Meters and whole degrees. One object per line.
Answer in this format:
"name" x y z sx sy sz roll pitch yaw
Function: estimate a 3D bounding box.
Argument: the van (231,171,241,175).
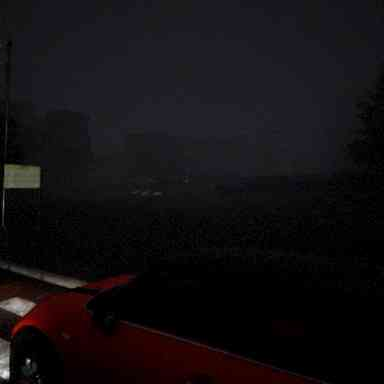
"van" 6.281 -2.976 62.754 4.442 1.987 1.878 2 6 30

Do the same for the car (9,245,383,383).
"car" 0.195 1.346 3.293 4.553 1.767 2.097 1 0 35

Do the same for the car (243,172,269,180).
"car" 13.141 -3.260 68.360 4.792 1.488 2.163 2 5 30

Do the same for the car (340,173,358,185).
"car" 23.910 -1.871 54.361 4.792 1.488 2.163 4 7 31

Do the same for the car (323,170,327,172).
"car" 31.126 -4.693 83.372 5.008 1.535 2.097 3 6 30

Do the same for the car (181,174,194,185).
"car" -2.580 -2.141 55.087 4.553 1.767 2.185 2 6 30

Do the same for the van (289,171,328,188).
"van" 16.958 -1.577 48.667 4.442 1.987 1.878 4 7 31

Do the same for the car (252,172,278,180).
"car" 15.357 -3.472 70.262 5.008 1.535 2.097 2 5 30

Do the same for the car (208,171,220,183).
"car" 1.915 -2.506 58.891 4.553 1.767 2.185 2 6 30

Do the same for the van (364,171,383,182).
"van" 35.570 -3.039 63.820 4.442 1.987 1.878 4 7 30

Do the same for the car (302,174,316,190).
"car" 14.480 -1.307 46.890 4.553 1.767 2.185 4 7 31

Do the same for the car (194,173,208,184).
"car" -0.383 -2.172 57.034 4.792 1.488 2.163 2 6 30

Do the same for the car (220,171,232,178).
"car" 4.136 -2.566 60.827 5.008 1.535 2.097 2 5 30

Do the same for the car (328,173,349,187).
"car" 21.550 -1.719 52.481 4.892 1.521 2.231 4 7 31

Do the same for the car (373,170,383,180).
"car" 40.092 -3.422 67.682 5.566 2.045 2.435 4 7 30

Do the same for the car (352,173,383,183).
"car" 33.006 -2.652 62.078 5.366 1.575 1.946 4 7 30

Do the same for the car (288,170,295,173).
"car" 19.861 -3.830 74.005 4.892 1.521 2.231 2 6 30

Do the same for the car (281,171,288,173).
"car" 17.612 -3.650 72.132 4.892 1.521 2.231 2 6 30

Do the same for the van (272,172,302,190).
"van" 12.054 -1.232 45.059 4.442 1.987 1.878 4 7 31

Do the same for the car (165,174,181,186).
"car" -4.823 -1.804 53.202 4.792 1.488 2.163 2 5 29

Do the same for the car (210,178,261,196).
"car" 5.105 -0.463 39.462 5.008 1.535 2.097 4 7 31

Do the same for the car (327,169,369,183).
"car" 26.252 -2.333 56.224 5.566 2.045 2.435 4 7 31

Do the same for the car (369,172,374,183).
"car" 28.554 -2.268 58.170 4.892 1.521 2.231 4 7 30

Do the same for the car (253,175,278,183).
"car" 13.267 -2.372 60.224 4.718 1.301 1.895 -4 7 -39

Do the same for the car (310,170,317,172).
"car" 26.613 -4.324 79.647 4.674 1.452 2.002 2 5 30

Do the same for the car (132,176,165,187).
"car" -7.095 -1.612 51.311 4.674 1.452 2.002 2 5 29

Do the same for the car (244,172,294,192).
"car" 9.780 -1.072 43.155 5.566 2.045 2.435 4 8 31

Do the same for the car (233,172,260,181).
"car" 10.866 -3.110 66.495 5.008 1.535 2.097 2 5 30

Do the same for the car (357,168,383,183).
"car" 30.895 -2.702 60.037 5.566 2.045 2.435 4 7 30

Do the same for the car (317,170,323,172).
"car" 28.887 -4.654 81.476 4.553 1.767 2.185 2 6 30

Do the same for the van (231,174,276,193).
"van" 7.559 -0.859 41.232 4.442 1.987 1.878 4 7 31
